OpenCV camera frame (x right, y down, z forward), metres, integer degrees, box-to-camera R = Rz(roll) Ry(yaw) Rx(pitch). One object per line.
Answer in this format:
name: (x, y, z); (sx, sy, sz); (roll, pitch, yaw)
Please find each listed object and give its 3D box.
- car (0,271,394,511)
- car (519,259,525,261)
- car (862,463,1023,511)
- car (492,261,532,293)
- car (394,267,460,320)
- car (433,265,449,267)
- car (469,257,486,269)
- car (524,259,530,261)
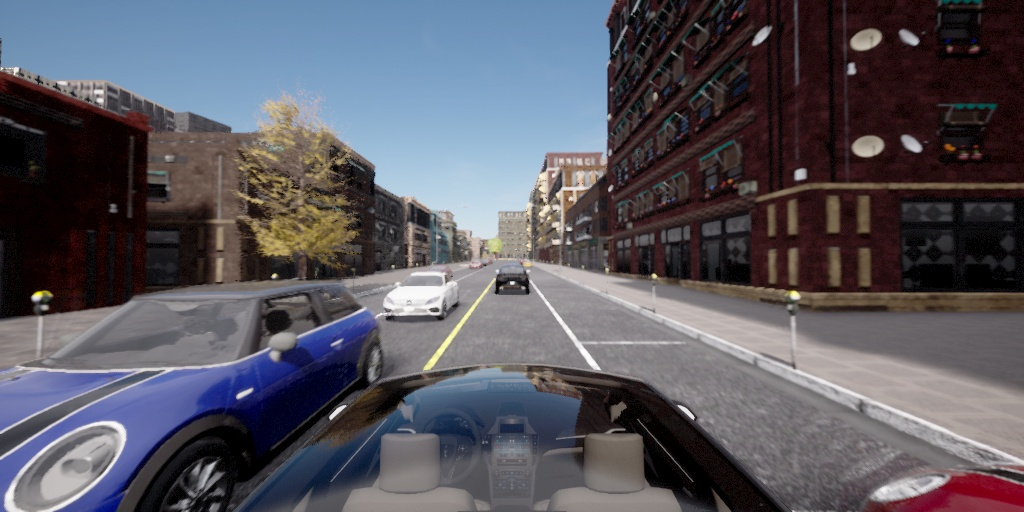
car: (-3.091, 1.102, 3.767); (2.097, 1.767, 4.553); (0, 0, 0)
car: (0.086, 1.315, 40.237); (2.033, 1.411, 5.357); (0, 0, 0)
car: (2.691, 1.189, 0.150); (1.967, 1.591, 4.097); (0, 0, 0)
car: (0.045, 1.235, 20.945); (1.882, 1.535, 5.008); (0, 0, 1)
car: (-3.002, 1.280, 12.778); (1.812, 1.442, 4.674); (0, 0, 0)
car: (-5.693, 1.343, 28.522); (1.802, 1.307, 4.207); (0, 0, 0)
car: (-5.698, 1.216, 56.955); (1.967, 1.591, 4.097); (0, 0, 0)
car: (2.683, 1.305, 62.874); (1.751, 1.417, 4.829); (0, 0, 0)
